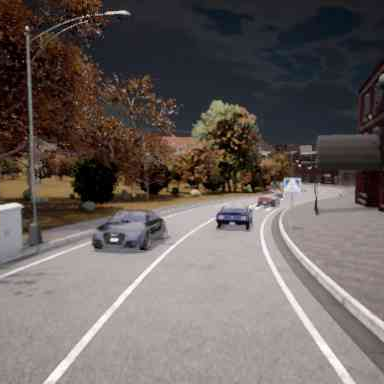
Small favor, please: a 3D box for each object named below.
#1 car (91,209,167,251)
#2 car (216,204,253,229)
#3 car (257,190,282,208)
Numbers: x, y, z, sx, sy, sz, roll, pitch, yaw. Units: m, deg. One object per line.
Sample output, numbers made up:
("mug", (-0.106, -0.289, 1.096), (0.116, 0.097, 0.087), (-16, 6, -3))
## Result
("car", (-2.338, 1.407, 13.317), (1.994, 1.385, 4.181), (1, 1, 9))
("car", (2.714, 1.383, 20.239), (1.895, 1.301, 4.718), (1, 1, 13))
("car", (8.585, 0.884, 37.067), (1.812, 1.442, 4.674), (2, 2, 24))
